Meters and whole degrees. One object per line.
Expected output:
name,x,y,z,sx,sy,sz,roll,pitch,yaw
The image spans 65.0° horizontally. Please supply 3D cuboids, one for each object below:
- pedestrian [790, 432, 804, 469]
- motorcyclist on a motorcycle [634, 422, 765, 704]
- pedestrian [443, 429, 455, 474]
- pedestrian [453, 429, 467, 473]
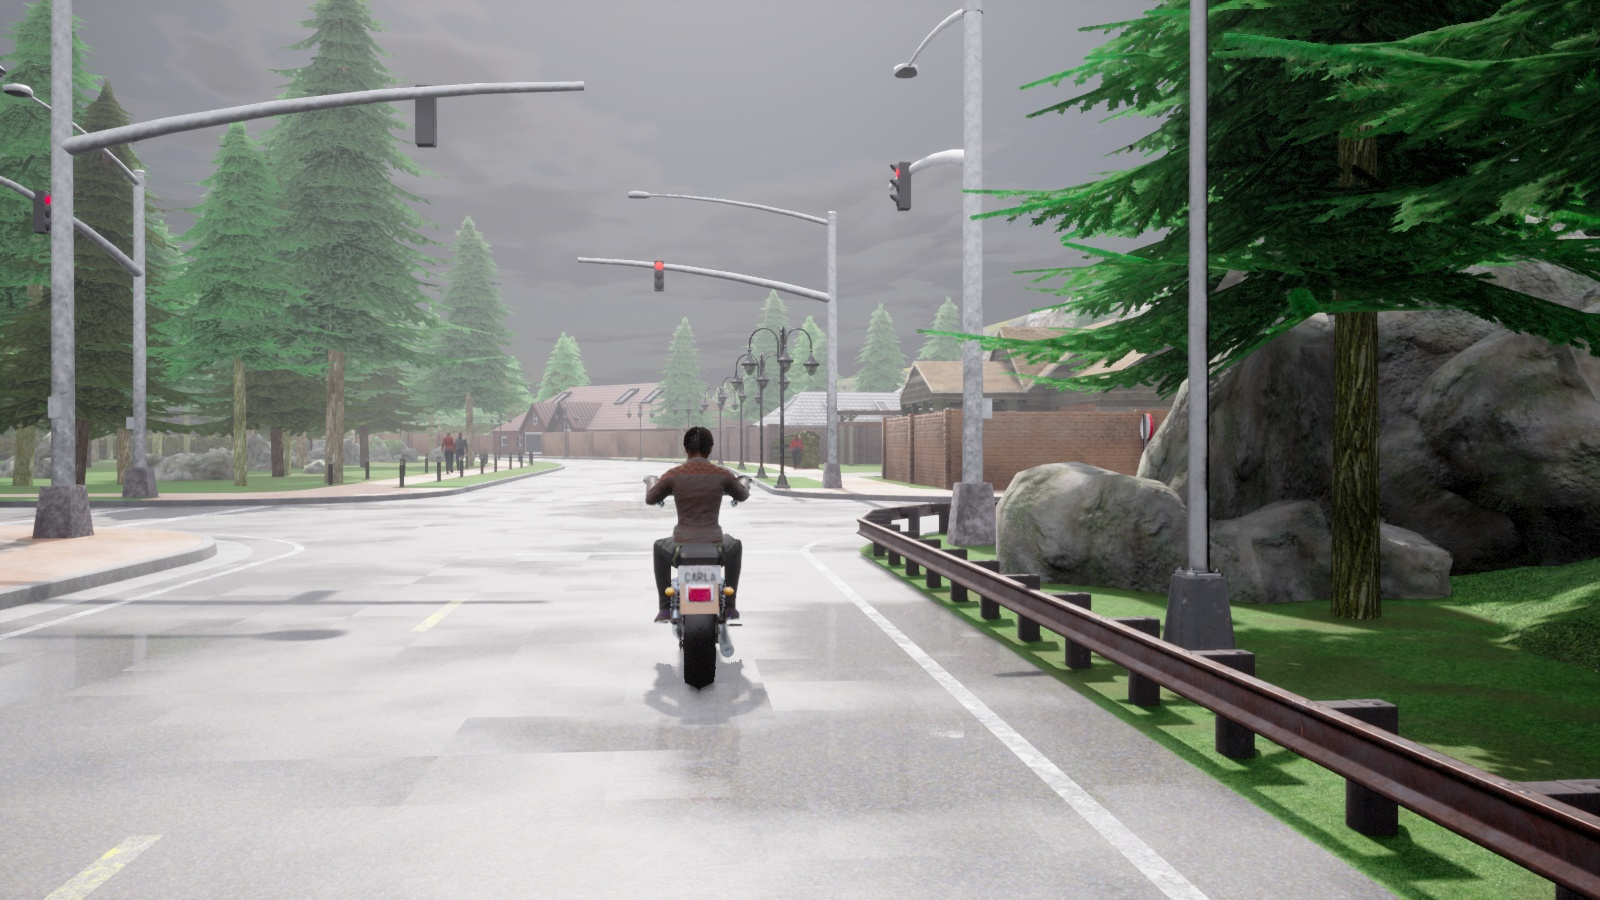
pedestrian,-0.137,0.030,62.396,0.634,1.844,0.899,0,0,-5
motorcyclist on a motorcycle,-0.693,0.647,8.538,0.766,1.649,2.350,0,1,-5
pedestrian,-14.728,0.063,52.715,0.331,1.846,0.636,0,0,-3
pedestrian,-15.187,0.043,56.113,0.423,1.949,0.788,0,0,-2
